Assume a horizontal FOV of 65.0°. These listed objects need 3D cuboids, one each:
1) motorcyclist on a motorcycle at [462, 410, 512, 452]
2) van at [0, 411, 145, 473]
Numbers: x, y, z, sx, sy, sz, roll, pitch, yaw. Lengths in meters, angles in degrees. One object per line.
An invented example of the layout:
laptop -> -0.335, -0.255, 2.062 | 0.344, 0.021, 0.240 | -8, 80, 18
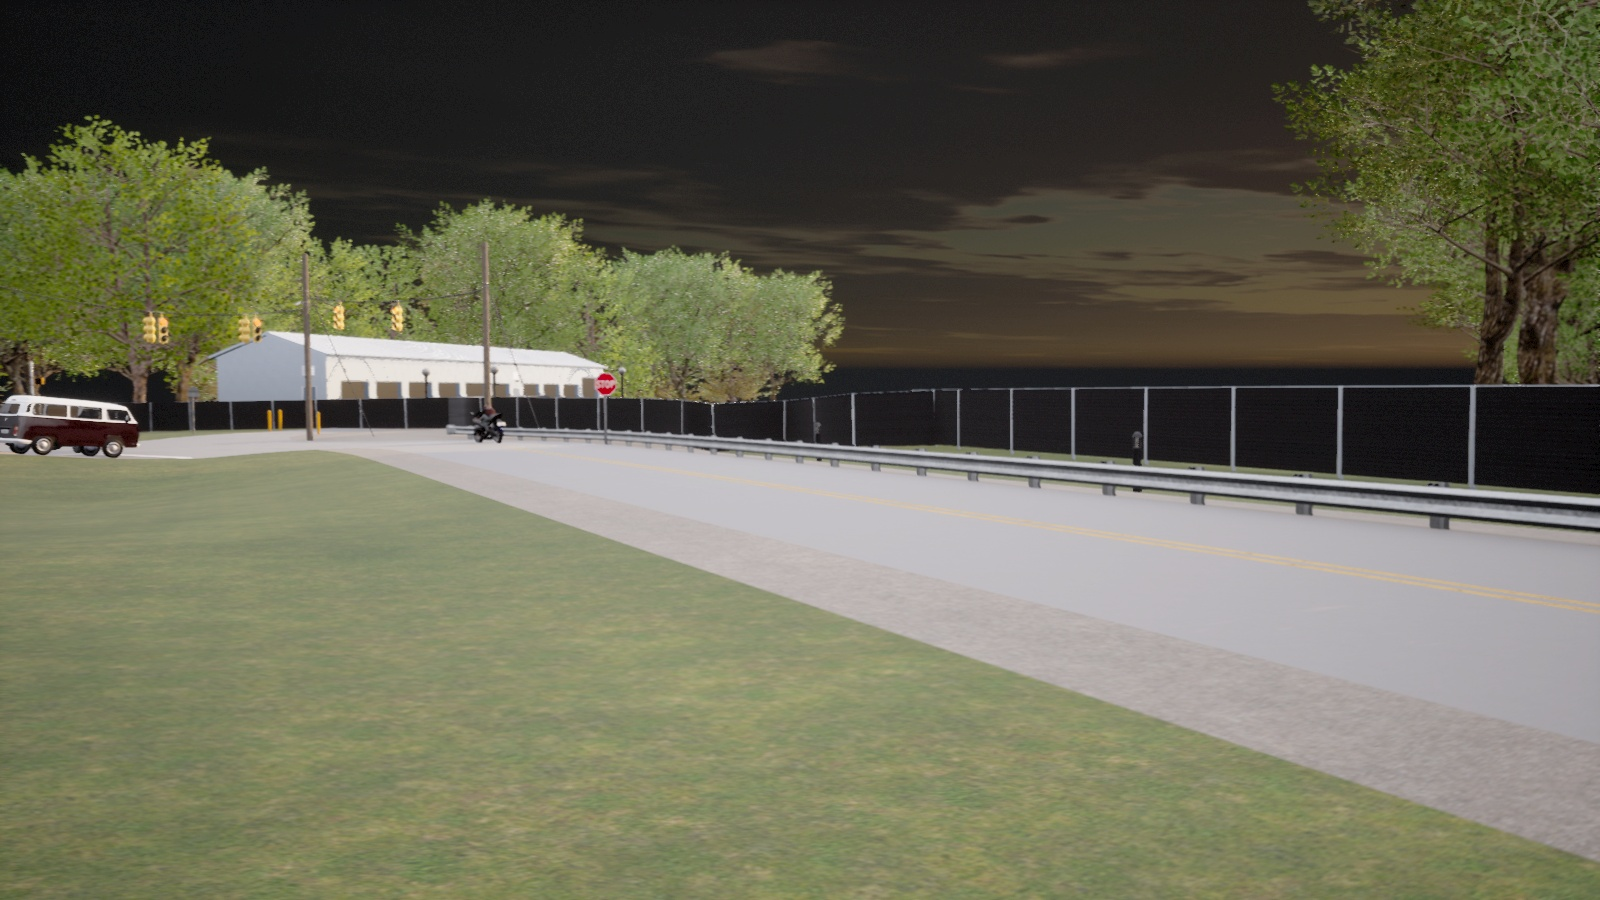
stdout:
motorcyclist on a motorcycle -> -12.055, -0.731, 48.370 | 0.866, 1.530, 2.191 | -4, 3, -42
van -> -26.148, -0.242, 44.721 | 2.069, 2.038, 4.480 | 1, -1, 32
